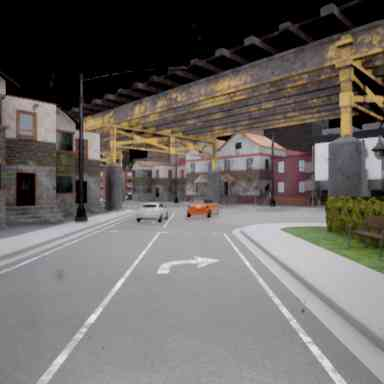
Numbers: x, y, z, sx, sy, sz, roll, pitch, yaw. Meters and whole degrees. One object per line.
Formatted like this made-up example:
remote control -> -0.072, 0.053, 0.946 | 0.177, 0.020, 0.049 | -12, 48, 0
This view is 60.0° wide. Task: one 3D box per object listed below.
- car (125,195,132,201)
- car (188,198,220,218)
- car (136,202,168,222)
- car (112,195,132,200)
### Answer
car -> -16.954, 1.400, 80.078 | 4.974, 1.542, 2.038 | 0, 0, -15
car -> 1.150, 1.331, 30.685 | 2.097, 1.767, 4.553 | 0, 0, 16
car -> -3.038, 1.509, 25.836 | 1.812, 1.442, 4.674 | 0, 0, 4
car -> -16.904, 1.242, 80.091 | 4.536, 1.218, 1.853 | 0, 0, -15
